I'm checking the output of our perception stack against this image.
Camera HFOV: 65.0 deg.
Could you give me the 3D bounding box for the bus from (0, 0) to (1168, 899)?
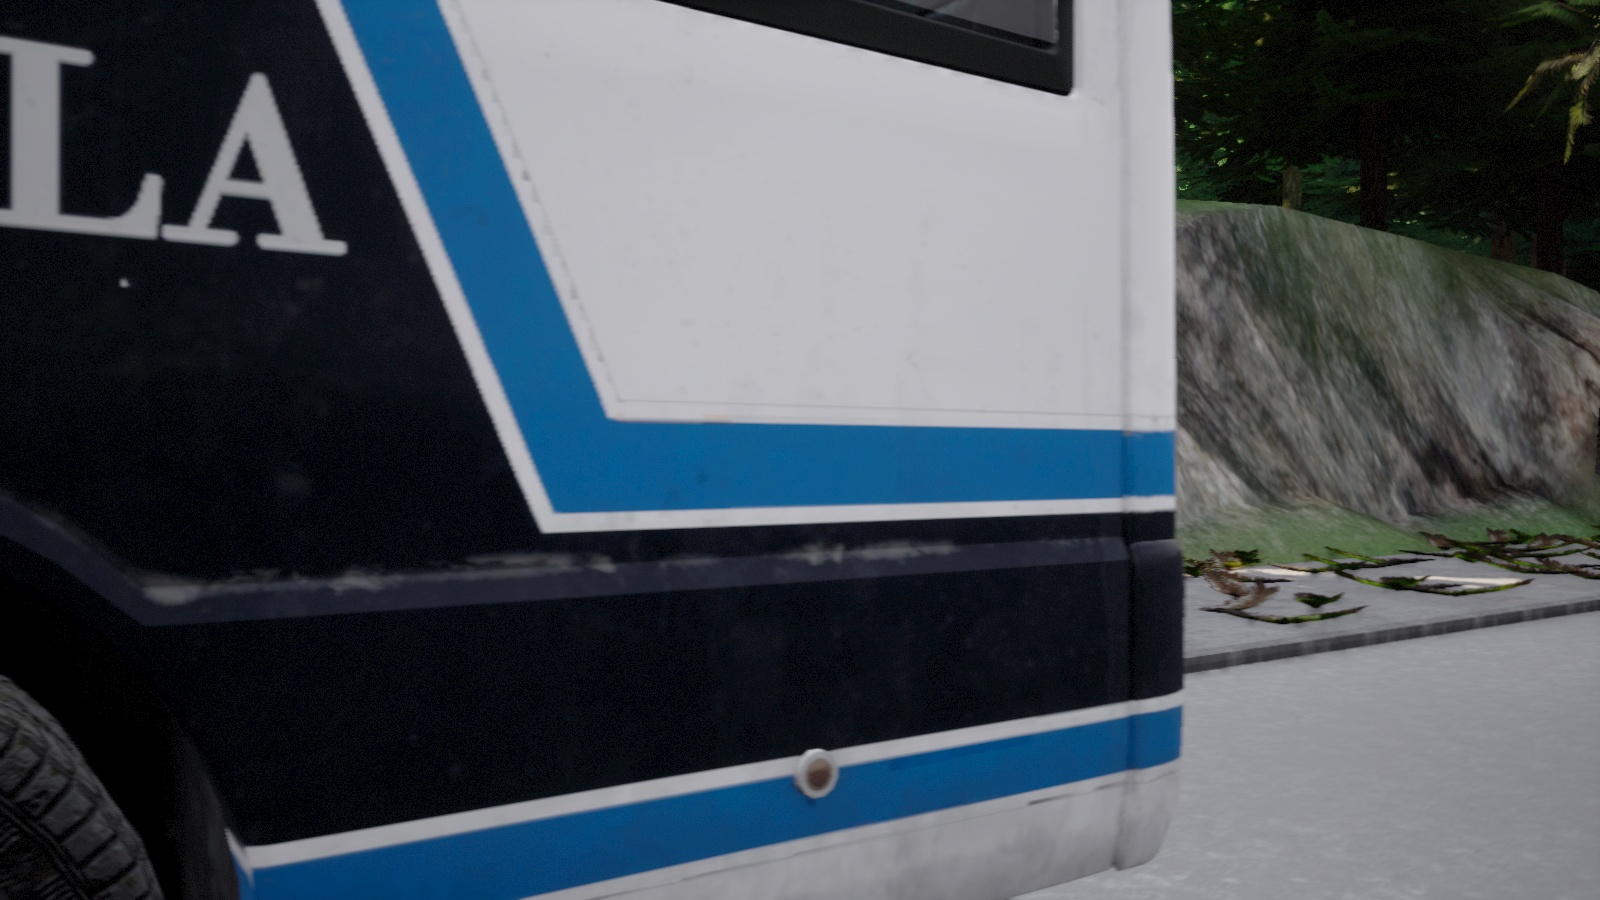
[{"bbox_3d":[-4.659,-0.619,1.032,10.273,4.253,3.944,0,0,-35],"label":"bus"}]
